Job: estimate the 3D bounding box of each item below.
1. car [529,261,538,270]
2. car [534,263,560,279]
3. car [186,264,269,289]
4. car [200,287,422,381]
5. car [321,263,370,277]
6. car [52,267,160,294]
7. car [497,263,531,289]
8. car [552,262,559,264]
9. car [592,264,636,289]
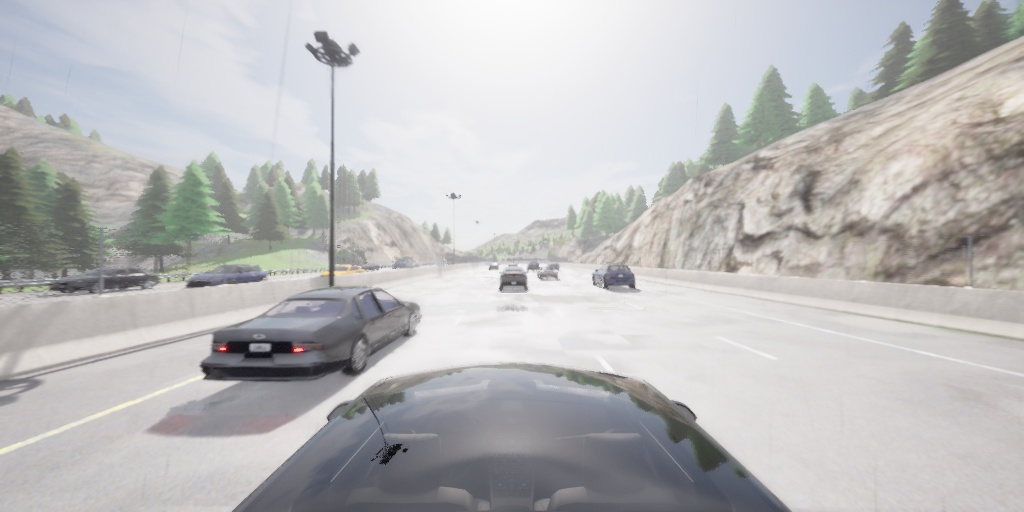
[{"bbox_3d":[3.636,1.686,60.719,2.097,1.767,4.553,0,0,0],"label":"car"},{"bbox_3d":[3.621,1.702,37.217,1.895,1.301,4.718,0,-1,0],"label":"car"},{"bbox_3d":[-17.579,1.300,22.426,2.097,1.767,4.553,0,-1,0],"label":"car"},{"bbox_3d":[-3.469,1.353,7.531,2.033,1.411,5.357,0,-1,1],"label":"car"},{"bbox_3d":[-14.073,1.502,30.075,1.882,1.535,5.008,0,-1,0],"label":"car"},{"bbox_3d":[-24.579,1.446,21.984,1.837,1.490,4.892,0,-1,0],"label":"car"},{"bbox_3d":[0.112,1.488,25.286,1.837,1.490,4.892,0,0,0],"label":"car"},{"bbox_3d":[7.136,1.841,61.286,1.837,1.490,4.892,0,-2,0],"label":"car"},{"bbox_3d":[7.115,1.341,25.561,2.097,1.767,4.553,0,0,0],"label":"car"}]
